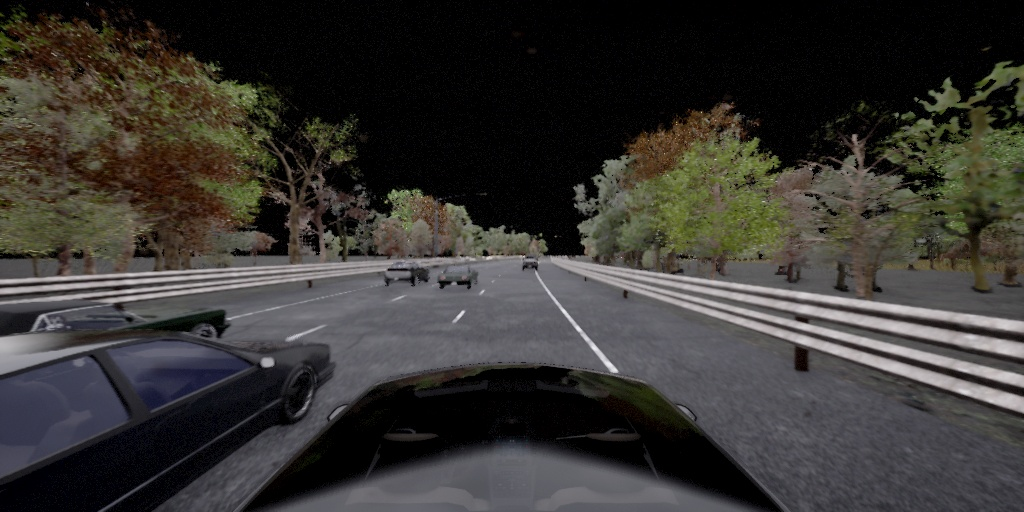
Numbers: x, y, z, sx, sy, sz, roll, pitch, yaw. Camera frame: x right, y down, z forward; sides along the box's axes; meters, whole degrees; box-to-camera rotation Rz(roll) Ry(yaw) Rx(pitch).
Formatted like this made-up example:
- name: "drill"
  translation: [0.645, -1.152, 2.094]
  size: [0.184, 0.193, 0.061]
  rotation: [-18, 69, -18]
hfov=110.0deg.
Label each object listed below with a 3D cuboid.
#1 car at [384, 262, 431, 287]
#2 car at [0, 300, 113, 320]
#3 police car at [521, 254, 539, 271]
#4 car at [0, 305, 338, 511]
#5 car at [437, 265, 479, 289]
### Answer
- name: "car"
  translation: [-6.599, 1.105, 23.044]
  size: [2.128, 1.511, 4.902]
  rotation: [0, 0, 1]
- name: "car"
  translation: [-6.882, 1.315, 5.426]
  size: [1.895, 1.301, 4.718]
  rotation: [0, 0, 0]
- name: "police car"
  translation: [2.171, 0.949, 43.614]
  size: [1.930, 1.638, 5.238]
  rotation: [0, 0, 3]
- name: "car"
  translation: [-3.391, 1.286, 2.600]
  size: [2.033, 1.411, 5.357]
  rotation: [0, 0, 0]
- name: "car"
  translation: [-3.133, 1.228, 21.896]
  size: [1.895, 1.301, 4.718]
  rotation: [0, 0, 1]
